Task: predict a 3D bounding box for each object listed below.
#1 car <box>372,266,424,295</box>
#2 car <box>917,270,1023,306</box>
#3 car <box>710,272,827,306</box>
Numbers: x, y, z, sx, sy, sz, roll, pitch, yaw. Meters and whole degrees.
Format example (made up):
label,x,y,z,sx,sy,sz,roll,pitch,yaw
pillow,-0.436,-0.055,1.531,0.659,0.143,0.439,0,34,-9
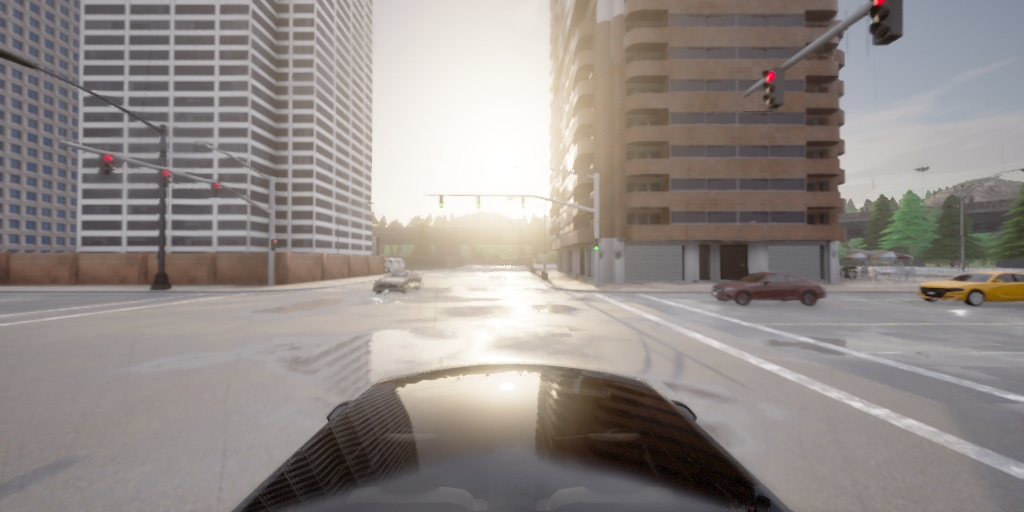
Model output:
label,x,y,z,sx,sy,sz,roll,pitch,yaw
car,-6.998,1.595,22.650,2.033,1.411,5.357,0,-1,0
car,21.710,1.424,16.420,5.008,1.535,1.882,0,-1,1
car,11.724,1.474,16.542,4.674,1.442,1.812,0,-1,2
